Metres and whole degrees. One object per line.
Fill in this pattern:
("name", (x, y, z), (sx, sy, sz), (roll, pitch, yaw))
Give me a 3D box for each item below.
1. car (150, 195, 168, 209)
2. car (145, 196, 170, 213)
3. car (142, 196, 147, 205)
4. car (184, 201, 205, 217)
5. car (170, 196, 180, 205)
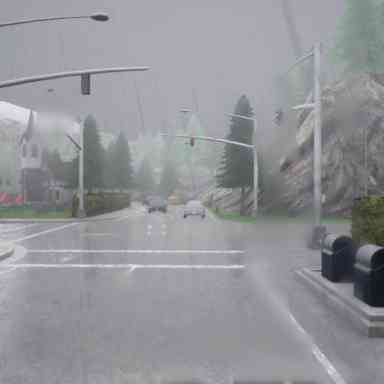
("car", (-4.682, 1.352, 46.804), (2.097, 1.767, 4.553), (0, 0, -11))
("car", (-3.748, 1.505, 36.685), (1.837, 1.490, 4.892), (0, 0, -2))
("car", (-7.169, 1.505, 56.647), (1.837, 1.490, 4.892), (0, 0, -20))
("car", (0.210, 1.526, 30.722), (1.812, 1.442, 4.674), (0, 0, 1))
("car", (-3.575, 1.477, 57.426), (1.882, 1.535, 5.008), (0, 0, -18))
